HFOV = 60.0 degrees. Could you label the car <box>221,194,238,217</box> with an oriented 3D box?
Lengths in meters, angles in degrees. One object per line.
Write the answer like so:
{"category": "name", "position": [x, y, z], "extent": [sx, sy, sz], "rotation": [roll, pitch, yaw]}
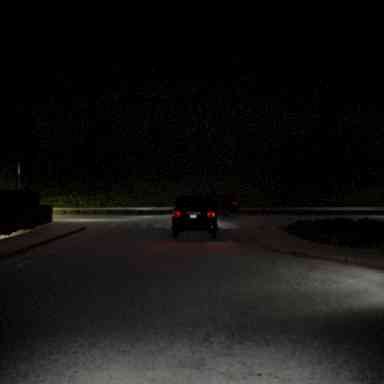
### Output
{"category": "car", "position": [1.283, 1.167, 29.732], "extent": [5.566, 2.045, 2.150], "rotation": [0, 0, 0]}

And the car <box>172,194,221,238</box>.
{"category": "car", "position": [0.296, 1.190, 17.781], "extent": [2.150, 2.045, 5.566], "rotation": [0, 0, 5]}
